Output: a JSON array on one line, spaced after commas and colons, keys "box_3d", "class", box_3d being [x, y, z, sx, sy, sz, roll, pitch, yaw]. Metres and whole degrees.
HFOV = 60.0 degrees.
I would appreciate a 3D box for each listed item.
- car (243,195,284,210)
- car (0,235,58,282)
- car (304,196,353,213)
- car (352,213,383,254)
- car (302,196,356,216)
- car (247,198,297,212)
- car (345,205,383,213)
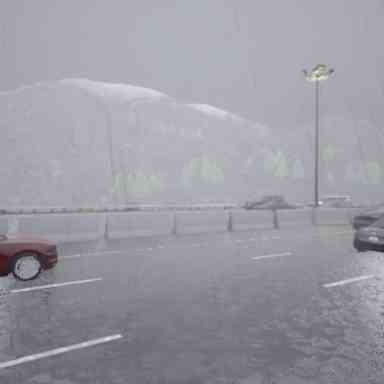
[{"box_3d": [9.063, 1.399, 41.133, 5.566, 2.045, 2.150, 0, 0, -25], "class": "car"}, {"box_3d": [-5.909, 1.448, 8.040, 5.008, 1.535, 1.882, 1, 0, -36], "class": "car"}, {"box_3d": [13.318, 1.542, 31.501, 4.553, 1.767, 2.097, 1, 0, -25], "class": "car"}, {"box_3d": [8.223, 1.663, 12.895, 4.181, 1.385, 1.994, 1, 0, -30], "class": "car"}, {"box_3d": [14.839, 1.435, 36.080, 5.566, 2.045, 2.150, 0, 0, -24], "class": "car"}, {"box_3d": [9.303, 1.720, 37.393, 5.357, 1.411, 2.033, 1, 0, -25], "class": "car"}, {"box_3d": [11.031, 1.642, 18.443, 4.892, 1.490, 1.837, 1, 0, -28], "class": "car"}]
